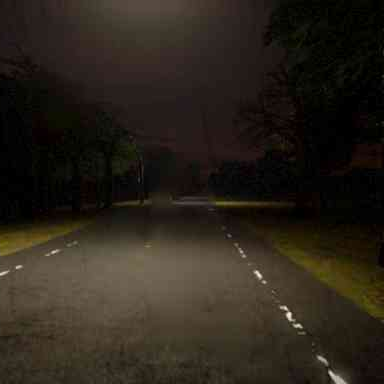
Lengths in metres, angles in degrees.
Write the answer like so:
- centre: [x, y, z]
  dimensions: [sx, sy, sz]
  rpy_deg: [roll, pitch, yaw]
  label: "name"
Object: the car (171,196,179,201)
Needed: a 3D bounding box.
- centre: [-4.707, 1.744, 91.899]
  dimensions: [1.895, 1.301, 4.718]
  rpy_deg: [0, 0, 2]
  label: "car"
